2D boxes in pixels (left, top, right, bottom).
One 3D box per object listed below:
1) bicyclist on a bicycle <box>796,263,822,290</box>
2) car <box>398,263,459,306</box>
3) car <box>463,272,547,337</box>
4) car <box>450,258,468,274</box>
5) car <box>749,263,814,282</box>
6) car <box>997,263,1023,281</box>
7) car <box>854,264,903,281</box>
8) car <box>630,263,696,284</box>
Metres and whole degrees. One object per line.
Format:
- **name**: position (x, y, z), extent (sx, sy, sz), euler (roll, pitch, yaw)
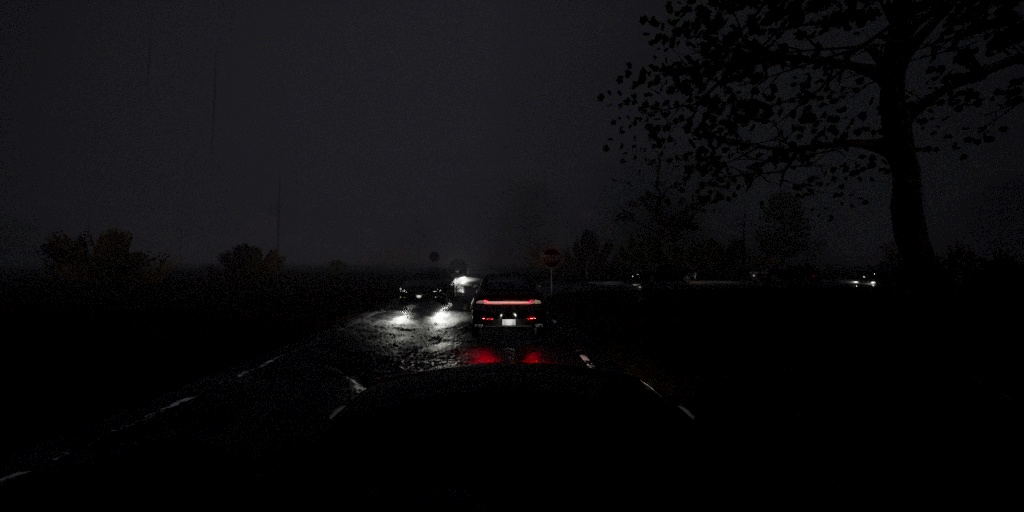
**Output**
- **bicyclist on a bicycle**: position (18.043, 1.233, 21.798), extent (0.582, 1.620, 1.656), euler (0, 0, -9)
- **car**: position (-3.608, 1.254, 15.805), extent (1.837, 1.490, 4.892), euler (0, 0, -3)
- **car**: position (-0.135, 1.241, 10.300), extent (2.128, 1.511, 4.902), euler (0, 0, -2)
- **car**: position (-5.588, 1.234, 37.052), extent (2.128, 1.511, 4.902), euler (0, 0, -8)
- **car**: position (21.580, 1.290, 28.777), extent (4.902, 1.511, 2.128), euler (0, 0, -9)
- **car**: position (41.269, 1.304, 28.617), extent (5.008, 1.535, 1.882), euler (0, 0, -9)
- **car**: position (32.080, 1.366, 30.411), extent (5.357, 1.411, 2.033), euler (0, 0, -9)
- **car**: position (11.426, 1.284, 27.187), extent (4.892, 1.490, 1.837), euler (0, 0, -9)
